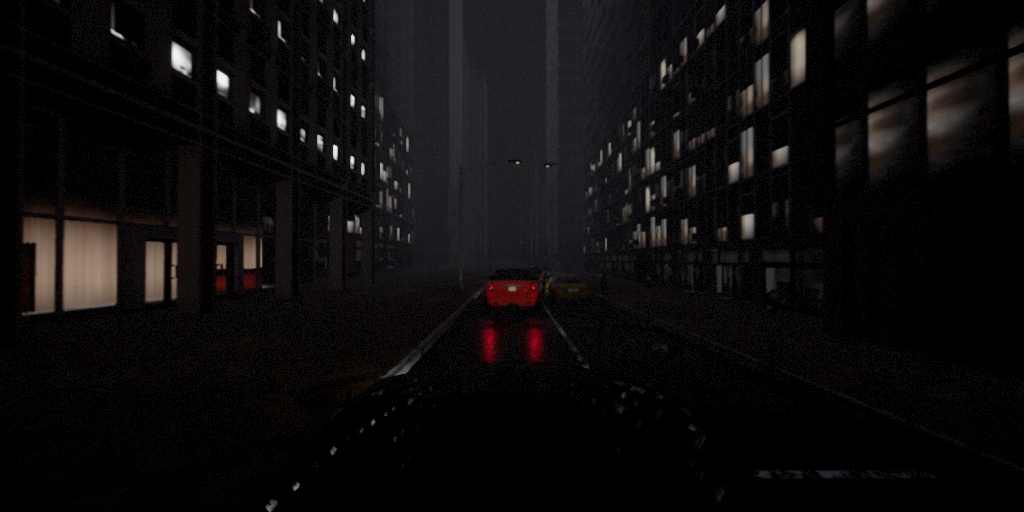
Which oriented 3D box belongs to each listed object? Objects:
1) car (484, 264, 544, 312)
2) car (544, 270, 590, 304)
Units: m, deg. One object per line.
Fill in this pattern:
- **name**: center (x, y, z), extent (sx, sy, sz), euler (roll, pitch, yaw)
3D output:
- **car**: center (0.025, 1.243, 15.263), extent (2.097, 1.767, 4.553), euler (0, -1, 0)
- **car**: center (2.570, 1.438, 17.391), extent (1.751, 1.417, 4.829), euler (0, 0, 0)
